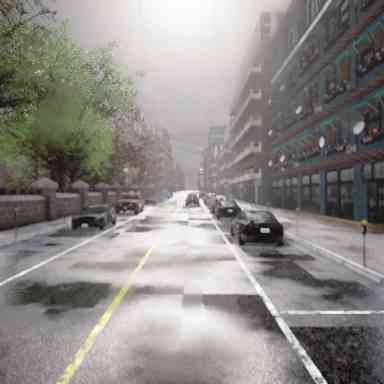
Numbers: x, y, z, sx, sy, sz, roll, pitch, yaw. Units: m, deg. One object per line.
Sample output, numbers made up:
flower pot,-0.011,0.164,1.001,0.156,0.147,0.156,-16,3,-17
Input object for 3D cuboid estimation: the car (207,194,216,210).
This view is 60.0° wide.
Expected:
car,2.687,1.151,30.908,1.967,1.590,4.097,1,1,0

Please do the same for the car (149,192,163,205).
car,-5.705,1.101,47.474,1.887,1.381,4.507,1,1,0

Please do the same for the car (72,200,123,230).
car,-5.689,1.379,19.858,1.947,1.339,4.313,1,1,0

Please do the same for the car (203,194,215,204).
car,2.671,1.087,53.002,1.802,1.307,4.206,1,1,0

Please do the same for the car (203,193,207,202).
car,2.678,1.132,42.125,1.752,1.417,4.829,1,1,0

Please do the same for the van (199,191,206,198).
van,2.622,0.541,86.138,1.690,1.788,3.998,1,1,0

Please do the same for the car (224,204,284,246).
car,2.694,1.431,14.339,1.947,1.339,4.313,1,1,0

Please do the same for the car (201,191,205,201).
car,2.677,0.997,47.478,1.967,1.590,4.097,1,1,0

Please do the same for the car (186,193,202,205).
car,0.072,1.167,46.407,1.895,1.301,4.718,0,1,0

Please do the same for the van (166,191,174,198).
van,-5.691,0.541,86.135,1.690,1.788,3.998,1,1,0

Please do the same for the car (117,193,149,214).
car,-5.691,1.026,30.902,2.192,1.841,5.009,1,1,0

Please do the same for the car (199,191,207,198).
car,2.626,0.691,80.616,1.967,1.590,4.097,1,1,0

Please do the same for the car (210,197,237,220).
car,2.688,1.328,25.387,1.947,1.339,4.313,1,1,0

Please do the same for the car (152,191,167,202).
car,-5.704,0.821,52.994,2.192,1.841,5.009,1,1,0

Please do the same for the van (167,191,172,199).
van,-5.723,0.694,69.565,1.690,1.788,3.998,1,1,0

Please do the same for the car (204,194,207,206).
car,2.682,1.204,36.431,1.887,1.381,4.507,1,1,0
